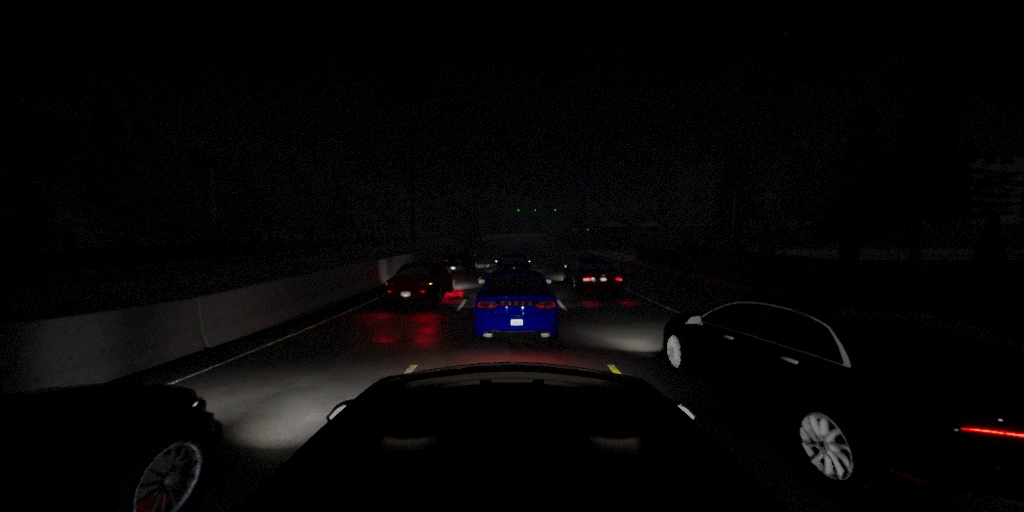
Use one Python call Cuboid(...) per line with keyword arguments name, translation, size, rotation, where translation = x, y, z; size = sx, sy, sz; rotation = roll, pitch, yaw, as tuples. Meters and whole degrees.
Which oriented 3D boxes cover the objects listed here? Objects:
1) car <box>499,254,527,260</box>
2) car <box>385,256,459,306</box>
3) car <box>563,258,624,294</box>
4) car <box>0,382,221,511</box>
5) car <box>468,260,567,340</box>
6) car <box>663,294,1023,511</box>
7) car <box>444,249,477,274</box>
Cuboid(name="car", translation=(0.054, 0.586, 19.578), size=(2.033, 1.411, 5.357), rotation=(0, 4, 0))
Cuboid(name="car", translation=(-3.426, 0.939, 13.826), size=(1.812, 1.442, 4.674), rotation=(0, 3, 0))
Cuboid(name="car", translation=(3.567, 0.796, 16.538), size=(2.033, 1.411, 5.357), rotation=(0, 4, 0))
Cuboid(name="car", translation=(-3.400, 1.277, 1.085), size=(1.812, 1.442, 4.674), rotation=(0, 0, 0))
Cuboid(name="car", translation=(0.089, 1.078, 9.592), size=(1.882, 1.535, 5.008), rotation=(0, 2, 0))
Cuboid(name="car", translation=(3.599, 1.234, 4.481), size=(1.837, 1.490, 4.892), rotation=(0, 1, 0))
Cuboid(name="car", translation=(-3.463, 0.274, 23.423), size=(1.837, 1.490, 4.892), rotation=(0, 4, 0))
